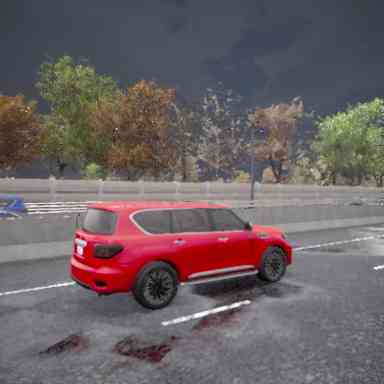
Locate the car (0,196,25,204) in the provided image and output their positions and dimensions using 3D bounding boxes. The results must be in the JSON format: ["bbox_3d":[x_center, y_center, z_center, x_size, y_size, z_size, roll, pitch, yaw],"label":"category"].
[{"bbox_3d":[-11.508,1.223,17.280,5.566,2.045,2.150,0,0,-35],"label":"car"}]

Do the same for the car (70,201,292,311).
[{"bbox_3d":[0.001,1.237,8.047,5.566,2.045,2.150,0,0,-35],"label":"car"}]

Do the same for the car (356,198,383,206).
[{"bbox_3d":[23.187,1.671,42.002,4.892,1.490,1.837,1,-1,-35],"label":"car"}]

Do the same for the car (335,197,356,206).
[{"bbox_3d":[21.372,1.517,45.002,4.553,1.767,2.097,0,0,-35],"label":"car"}]

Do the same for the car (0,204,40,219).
[{"bbox_3d":[-9.253,1.494,14.590,4.902,1.511,2.128,0,0,-35],"label":"car"}]
